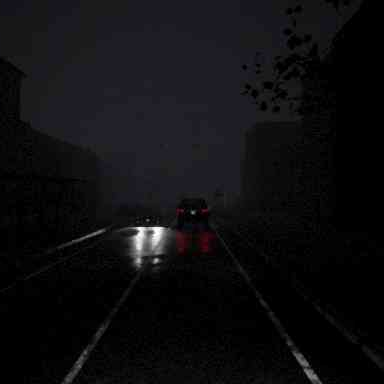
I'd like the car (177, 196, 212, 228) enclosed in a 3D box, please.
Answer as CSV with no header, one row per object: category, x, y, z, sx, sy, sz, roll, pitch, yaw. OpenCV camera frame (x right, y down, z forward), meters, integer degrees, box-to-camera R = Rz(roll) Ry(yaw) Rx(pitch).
car,0.081,1.479,24.251,2.150,2.045,5.566,0,-1,0

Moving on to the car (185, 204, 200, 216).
car,0.063,2.255,42.090,1.895,1.301,4.718,0,-1,0

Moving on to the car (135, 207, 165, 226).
car,-3.120,1.840,25.437,1.994,1.385,4.181,0,-1,0
